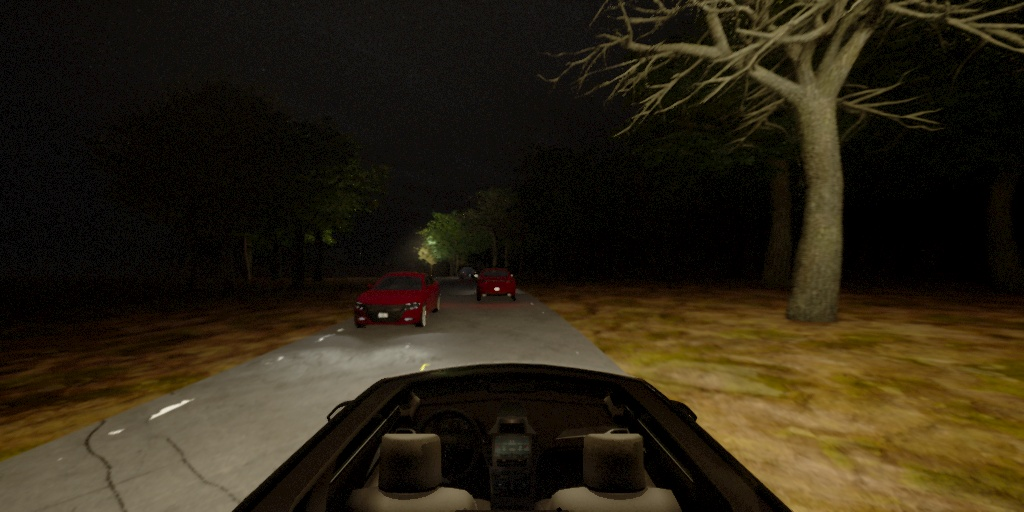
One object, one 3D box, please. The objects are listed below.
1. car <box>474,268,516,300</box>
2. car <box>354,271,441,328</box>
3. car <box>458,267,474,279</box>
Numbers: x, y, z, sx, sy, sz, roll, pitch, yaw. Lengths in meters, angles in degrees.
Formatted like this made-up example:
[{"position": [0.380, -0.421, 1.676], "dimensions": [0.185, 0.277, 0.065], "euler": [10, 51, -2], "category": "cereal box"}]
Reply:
[{"position": [-0.926, 1.387, 18.801], "dimensions": [1.882, 1.535, 5.008], "euler": [0, -1, -6], "category": "car"}, {"position": [-3.528, 1.280, 11.810], "dimensions": [1.882, 1.535, 5.008], "euler": [1, 0, -4], "category": "car"}, {"position": [-5.614, 2.152, 44.921], "dimensions": [1.812, 1.442, 4.674], "euler": [0, -2, -15], "category": "car"}]
